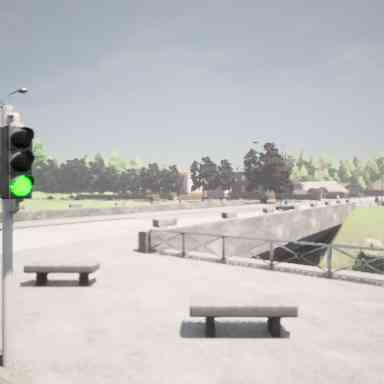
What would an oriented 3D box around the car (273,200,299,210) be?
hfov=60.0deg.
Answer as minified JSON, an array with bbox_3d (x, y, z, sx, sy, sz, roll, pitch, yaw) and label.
[{"bbox_3d":[11.904,1.630,41.634,1.895,1.301,4.718,0,0,36],"label":"car"}]
